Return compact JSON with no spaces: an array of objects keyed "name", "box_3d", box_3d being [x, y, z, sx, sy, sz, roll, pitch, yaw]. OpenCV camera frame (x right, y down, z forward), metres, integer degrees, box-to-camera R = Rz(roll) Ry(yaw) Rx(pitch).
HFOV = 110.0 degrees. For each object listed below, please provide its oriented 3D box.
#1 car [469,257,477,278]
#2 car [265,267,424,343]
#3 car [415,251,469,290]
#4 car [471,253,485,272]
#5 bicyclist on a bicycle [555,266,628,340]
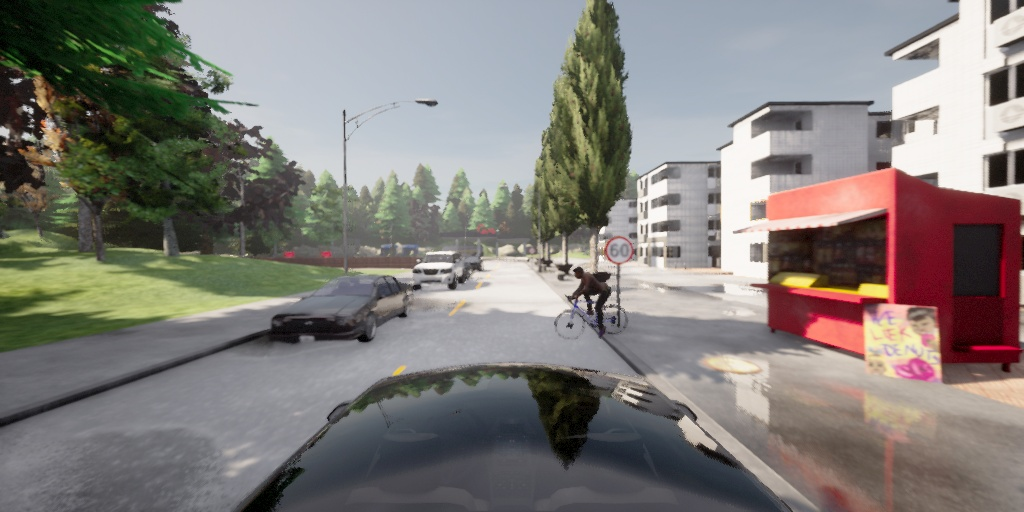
[{"name":"car","box_3d":[-3.963,1.021,26.035,1.994,1.385,4.181,0,1,0]},{"name":"car","box_3d":[-4.109,1.218,9.754,2.033,1.411,5.357,0,1,-1]},{"name":"car","box_3d":[-4.073,0.742,20.682,2.150,2.045,5.566,0,1,0]},{"name":"car","box_3d":[-3.944,0.780,36.340,1.882,1.535,5.008,0,0,0]},{"name":"bicyclist on a bicycle","box_3d":[1.722,1.037,8.028,1.656,1.620,0.582,-7,1,0]}]
